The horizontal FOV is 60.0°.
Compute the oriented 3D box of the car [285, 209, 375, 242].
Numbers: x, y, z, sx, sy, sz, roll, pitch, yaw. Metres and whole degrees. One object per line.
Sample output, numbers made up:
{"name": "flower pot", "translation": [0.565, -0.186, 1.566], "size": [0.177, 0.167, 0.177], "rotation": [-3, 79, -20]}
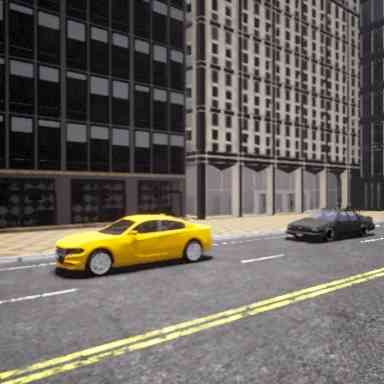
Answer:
{"name": "car", "translation": [7.064, 1.559, 16.653], "size": [5.357, 1.411, 2.033], "rotation": [0, 0, -35]}

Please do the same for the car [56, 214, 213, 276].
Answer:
{"name": "car", "translation": [-1.628, 1.480, 10.503], "size": [5.008, 1.535, 1.882], "rotation": [0, 0, -35]}
